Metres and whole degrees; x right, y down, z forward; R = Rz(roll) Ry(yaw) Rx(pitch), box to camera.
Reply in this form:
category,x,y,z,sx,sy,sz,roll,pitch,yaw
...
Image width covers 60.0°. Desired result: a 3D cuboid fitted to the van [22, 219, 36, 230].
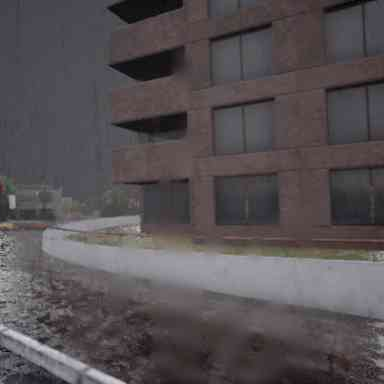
category,x,y,z,sx,sy,sz,roll,pitch,yaw
van,-31.640,6.043,60.866,4.442,1.987,1.878,-1,-7,6

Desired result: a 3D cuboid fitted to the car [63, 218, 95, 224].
category,x,y,z,sx,sy,sz,roll,pitch,yaw
car,-25.187,7.491,74.395,5.566,2.045,2.435,-1,-6,6

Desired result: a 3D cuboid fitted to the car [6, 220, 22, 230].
category,x,y,z,sx,sy,sz,roll,pitch,yaw
car,-33.260,5.976,58.162,5.366,1.575,1.946,-1,-6,6

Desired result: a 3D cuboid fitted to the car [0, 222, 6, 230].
category,x,y,z,sx,sy,sz,roll,pitch,yaw
car,-34.398,5.721,55.436,4.674,1.452,2.002,-1,-7,6

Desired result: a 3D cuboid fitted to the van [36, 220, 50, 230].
category,x,y,z,sx,sy,sz,roll,pitch,yaw
van,-30.320,6.338,63.576,4.442,1.987,1.878,-1,-7,6

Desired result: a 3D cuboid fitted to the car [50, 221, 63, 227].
category,x,y,z,sx,sy,sz,roll,pitch,yaw
car,-29.108,6.859,66.257,4.892,1.521,2.231,-1,-6,6
